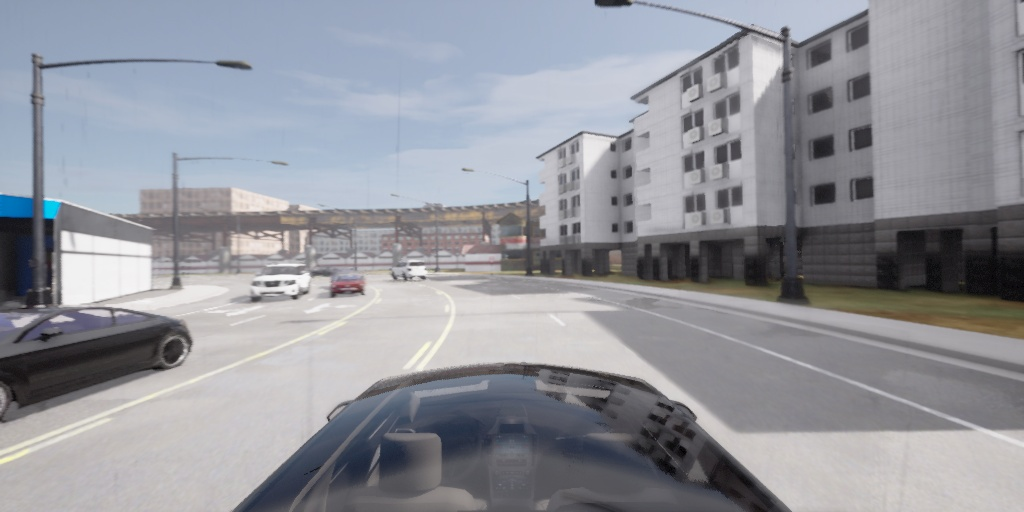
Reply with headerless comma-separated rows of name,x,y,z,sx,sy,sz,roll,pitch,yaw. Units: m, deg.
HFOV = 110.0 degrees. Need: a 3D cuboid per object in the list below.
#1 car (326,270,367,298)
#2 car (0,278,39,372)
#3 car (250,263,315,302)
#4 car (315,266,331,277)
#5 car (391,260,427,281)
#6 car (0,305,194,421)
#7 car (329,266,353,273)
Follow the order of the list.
car,-10.016,1.777,22.189,1.895,1.301,4.718,-1,-1,-21
car,-10.835,1.341,5.156,2.097,1.767,4.553,-1,0,-2
car,-13.283,1.451,20.918,2.150,2.045,5.566,-1,-1,-21
car,-25.734,2.159,49.279,4.902,1.511,2.128,-1,-1,26
car,-10.755,1.494,37.243,2.150,2.045,5.566,-1,0,-37
car,-7.353,1.488,5.431,1.994,1.385,4.181,-1,0,-2
car,-13.071,1.762,28.157,1.812,1.442,4.674,-1,0,-29
